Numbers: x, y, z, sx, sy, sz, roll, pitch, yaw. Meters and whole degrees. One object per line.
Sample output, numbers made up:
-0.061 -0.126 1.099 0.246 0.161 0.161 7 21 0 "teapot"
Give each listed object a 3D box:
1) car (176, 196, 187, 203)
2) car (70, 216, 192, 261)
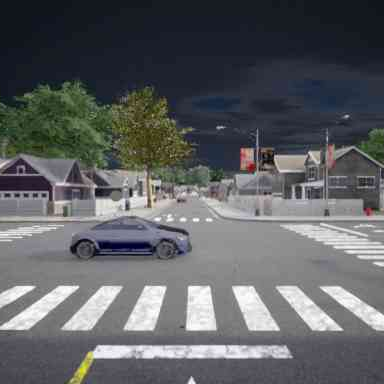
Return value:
-2.150 1.480 68.957 1.882 1.535 5.008 0 0 0 "car"
-2.102 1.563 11.848 4.181 1.385 1.994 0 0 0 "car"
